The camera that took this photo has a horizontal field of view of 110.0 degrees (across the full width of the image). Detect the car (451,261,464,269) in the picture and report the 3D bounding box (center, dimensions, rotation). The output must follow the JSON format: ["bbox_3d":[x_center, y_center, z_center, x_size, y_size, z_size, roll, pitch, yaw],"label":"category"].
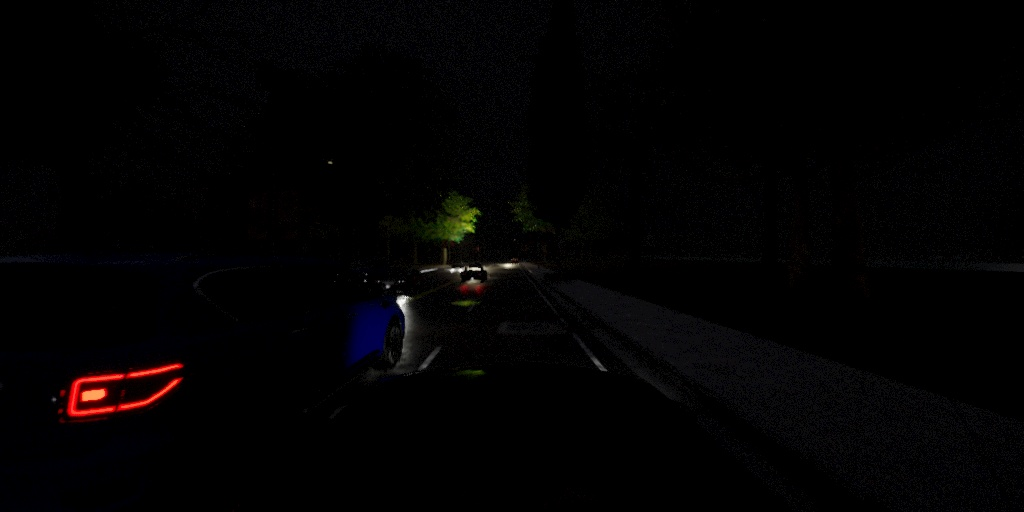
[{"bbox_3d":[-9.783,1.604,64.600,1.895,1.301,4.718,0,0,0],"label":"car"}]

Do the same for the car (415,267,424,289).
[{"bbox_3d":[-6.604,1.373,21.490,2.128,1.511,4.902,0,0,0],"label":"car"}]

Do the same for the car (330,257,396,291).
[{"bbox_3d":[-9.855,1.117,24.319,2.150,2.045,5.566,0,0,0],"label":"car"}]

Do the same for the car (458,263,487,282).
[{"bbox_3d":[-3.160,1.524,30.734,1.895,1.301,4.718,0,0,0],"label":"car"}]

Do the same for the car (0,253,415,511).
[{"bbox_3d":[-3.165,0.996,4.682,2.150,2.045,5.566,0,0,0],"label":"car"}]

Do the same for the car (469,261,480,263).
[{"bbox_3d":[-6.554,1.563,62.795,1.994,1.385,4.181,0,0,1],"label":"car"}]
